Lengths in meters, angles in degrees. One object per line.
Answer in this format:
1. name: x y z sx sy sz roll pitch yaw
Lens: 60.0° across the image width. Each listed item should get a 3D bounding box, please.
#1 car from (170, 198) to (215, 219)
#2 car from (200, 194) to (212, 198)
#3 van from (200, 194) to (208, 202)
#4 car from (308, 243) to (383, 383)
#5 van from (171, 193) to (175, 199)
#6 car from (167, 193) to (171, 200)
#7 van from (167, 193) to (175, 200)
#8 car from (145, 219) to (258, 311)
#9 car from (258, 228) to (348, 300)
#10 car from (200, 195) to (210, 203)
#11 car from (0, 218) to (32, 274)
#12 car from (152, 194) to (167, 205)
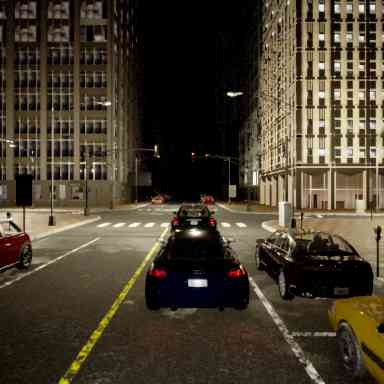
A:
1. car: 0.086 1.346 16.454 2.097 1.767 4.553 0 0 0
2. car: 2.745 1.388 57.426 1.967 1.590 4.097 0 0 0
3. van: 2.637 1.250 74.479 1.690 1.788 3.998 0 0 0
4. car: 2.689 1.525 2.668 1.752 1.417 4.829 0 0 0
5. van: -5.747 1.236 80.161 1.690 1.788 3.998 0 0 0
6. car: -5.764 1.251 63.106 2.192 1.841 5.009 0 0 0
7. van: -5.755 1.205 91.533 1.690 1.788 3.998 0 0 0
8. car: 0.096 1.563 7.821 1.994 1.385 4.181 0 0 0
9. car: 2.685 1.549 8.165 2.008 1.369 4.403 0 0 0
10. car: 2.641 1.363 68.794 1.967 1.590 4.097 0 0 0
11. car: -5.695 1.439 8.158 1.967 1.590 4.097 0 0 0
12. car: -5.826 1.388 57.421 1.967 1.590 4.097 0 0 0
